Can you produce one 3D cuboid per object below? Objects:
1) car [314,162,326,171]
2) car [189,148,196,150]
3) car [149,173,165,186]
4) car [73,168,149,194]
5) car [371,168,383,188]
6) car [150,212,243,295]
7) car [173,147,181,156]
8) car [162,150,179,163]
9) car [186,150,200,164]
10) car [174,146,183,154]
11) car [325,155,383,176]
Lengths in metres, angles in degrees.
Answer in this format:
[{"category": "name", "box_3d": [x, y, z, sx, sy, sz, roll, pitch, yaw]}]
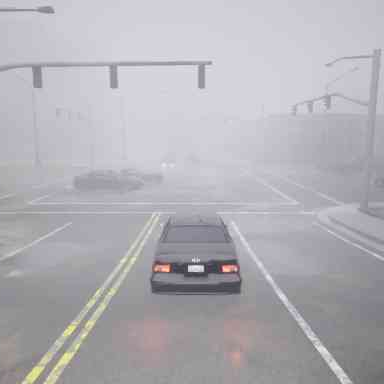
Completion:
[{"category": "car", "box_3d": [16.327, -3.050, 37.318, 4.902, 1.511, 2.128, 0, 9, 0]}, {"category": "car", "box_3d": [0.117, -10.510, 83.877, 1.895, 1.301, 4.718, 0, 9, 0]}, {"category": "car", "box_3d": [-4.566, -1.235, 26.868, 4.718, 1.301, 1.895, 0, 9, 0]}, {"category": "car", "box_3d": [-5.844, -0.782, 23.402, 4.902, 1.511, 2.128, 0, 9, 0]}, {"category": "car", "box_3d": [15.755, -0.716, 23.313, 5.357, 1.411, 2.033, 0, 9, 0]}, {"category": "car", "box_3d": [0.086, 1.219, 8.389, 2.033, 1.411, 5.357, 0, 4, 0]}, {"category": "car", "box_3d": [-3.482, -6.880, 60.992, 1.837, 1.490, 4.892, 0, 9, 0]}, {"category": "car", "box_3d": [-3.524, -5.296, 51.514, 2.033, 1.411, 5.357, 0, 9, 0]}, {"category": "car", "box_3d": [0.155, -5.104, 50.059, 1.837, 1.490, 4.892, 0, 9, 0]}, {"category": "car", "box_3d": [-3.401, -8.502, 71.188, 2.033, 1.411, 5.357, 0, 9, 0]}, {"category": "car", "box_3d": [17.071, -2.754, 33.812, 5.566, 2.045, 2.150, 0, 9, 1]}]
